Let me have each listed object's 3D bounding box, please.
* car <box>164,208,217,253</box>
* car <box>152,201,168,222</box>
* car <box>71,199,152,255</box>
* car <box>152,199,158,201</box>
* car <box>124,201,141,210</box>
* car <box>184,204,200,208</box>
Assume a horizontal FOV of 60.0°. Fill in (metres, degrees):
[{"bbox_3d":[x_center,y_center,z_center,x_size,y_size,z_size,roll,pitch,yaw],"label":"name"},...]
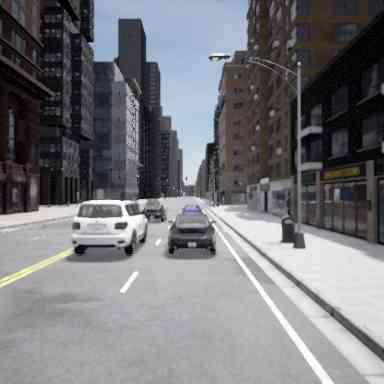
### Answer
[{"bbox_3d":[0.012,1.646,14.307,1.837,1.490,4.892,0,0,0],"label":"car"},{"bbox_3d":[-3.229,1.798,29.300,1.837,1.490,4.892,0,0,0],"label":"car"},{"bbox_3d":[-3.241,1.352,14.033,2.150,2.045,5.566,0,0,0],"label":"car"},{"bbox_3d":[-6.471,1.913,54.679,2.097,1.767,4.553,0,0,0],"label":"car"},{"bbox_3d":[-9.722,2.126,54.460,1.994,1.385,4.181,0,-1,0],"label":"car"},{"bbox_3d":[0.022,1.817,29.384,1.812,1.442,4.674,0,0,0],"label":"car"}]
